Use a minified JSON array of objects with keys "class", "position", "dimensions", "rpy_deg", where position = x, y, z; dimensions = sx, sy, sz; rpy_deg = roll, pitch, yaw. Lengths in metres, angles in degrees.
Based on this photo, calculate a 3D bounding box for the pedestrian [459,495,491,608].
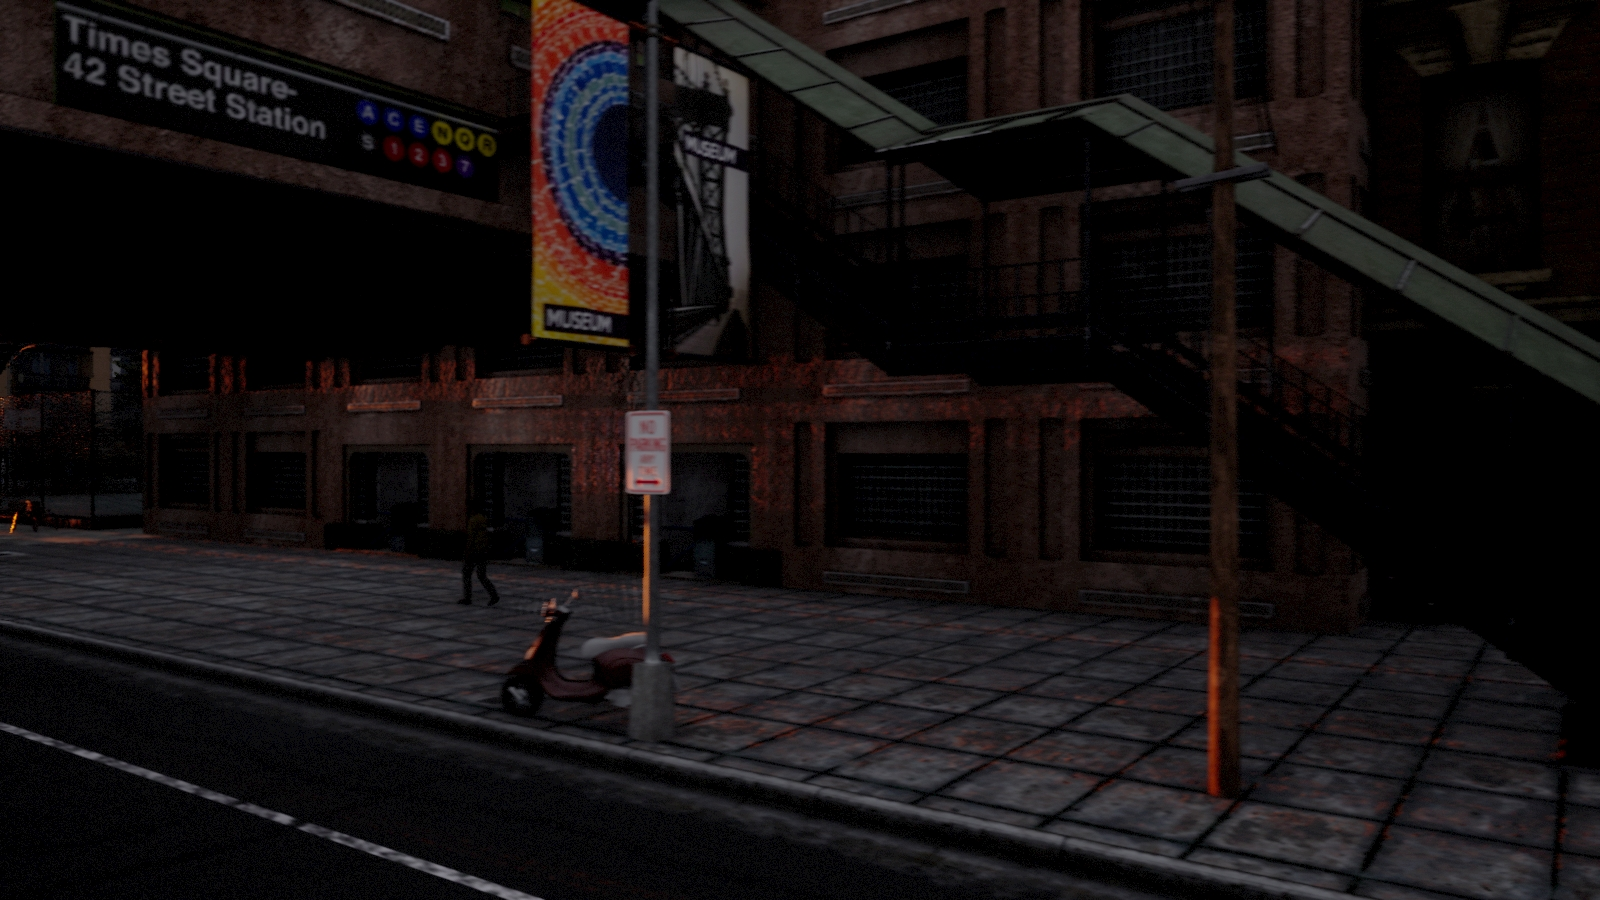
[{"class":"pedestrian","position":[-5.484,1.696,19.282],"dimensions":[0.375,1.860,0.375],"rpy_deg":[0,0,19]}]
